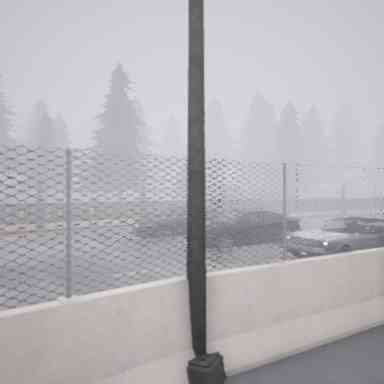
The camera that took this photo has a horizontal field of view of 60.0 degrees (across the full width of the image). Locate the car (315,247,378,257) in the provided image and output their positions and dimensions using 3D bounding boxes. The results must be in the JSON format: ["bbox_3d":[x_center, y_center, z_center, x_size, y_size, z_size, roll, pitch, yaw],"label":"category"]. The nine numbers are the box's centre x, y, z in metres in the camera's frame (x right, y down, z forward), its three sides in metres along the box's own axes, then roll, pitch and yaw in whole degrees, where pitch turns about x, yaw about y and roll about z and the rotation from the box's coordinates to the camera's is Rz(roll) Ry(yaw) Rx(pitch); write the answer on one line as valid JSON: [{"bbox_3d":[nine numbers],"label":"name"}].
[{"bbox_3d":[5.346,1.542,11.174,4.718,1.301,1.895,0,0,-29],"label":"car"}]
